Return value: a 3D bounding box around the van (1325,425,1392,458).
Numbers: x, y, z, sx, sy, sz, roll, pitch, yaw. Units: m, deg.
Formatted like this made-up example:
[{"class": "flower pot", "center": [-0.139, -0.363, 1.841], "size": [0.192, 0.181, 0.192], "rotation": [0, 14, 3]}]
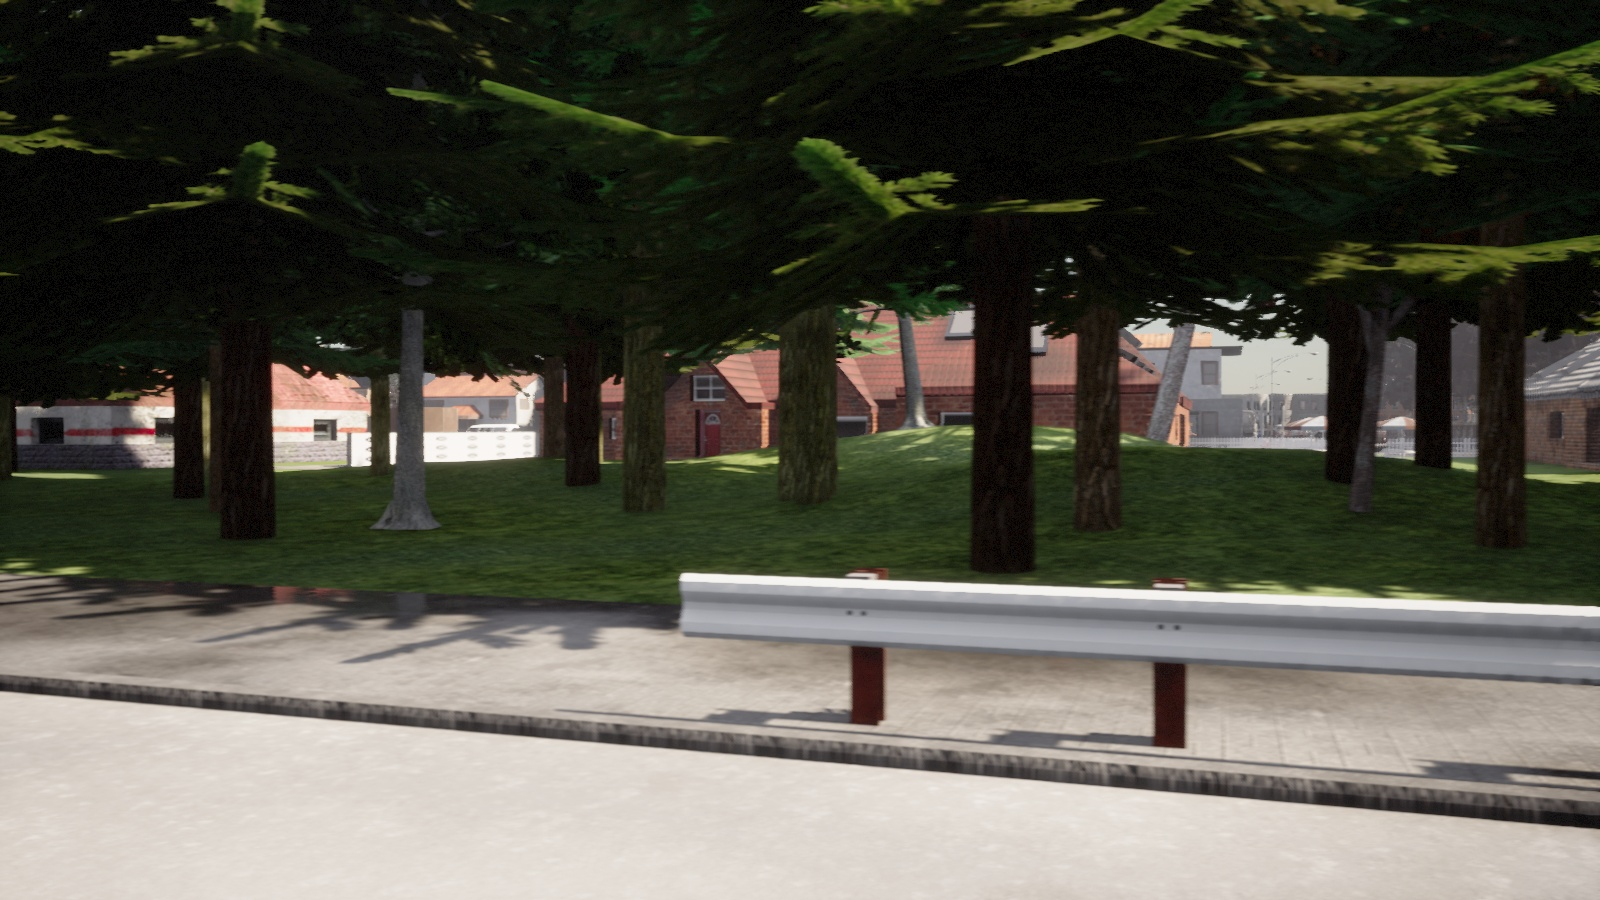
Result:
[{"class": "van", "center": [35.396, -0.582, 79.724], "size": [2.069, 2.038, 4.480], "rotation": [0, 1, -4]}]
